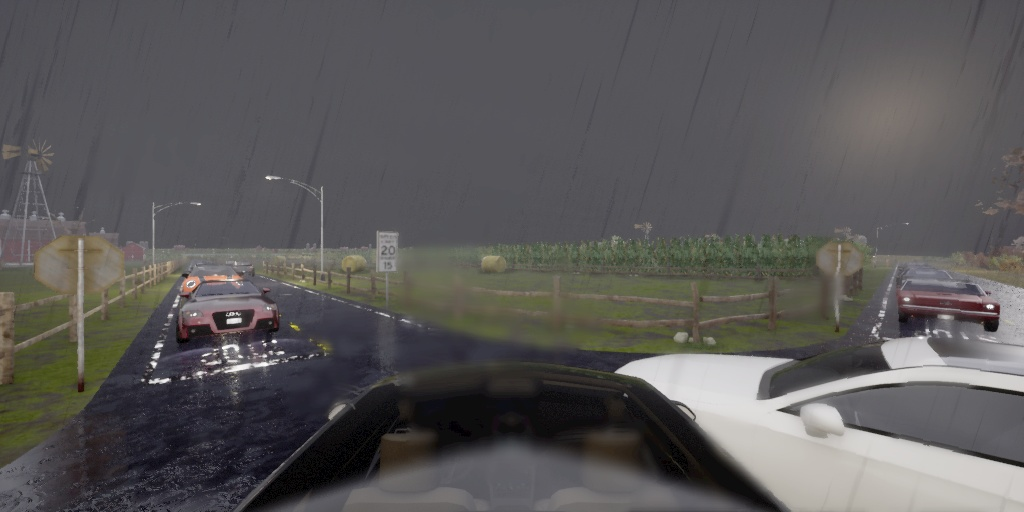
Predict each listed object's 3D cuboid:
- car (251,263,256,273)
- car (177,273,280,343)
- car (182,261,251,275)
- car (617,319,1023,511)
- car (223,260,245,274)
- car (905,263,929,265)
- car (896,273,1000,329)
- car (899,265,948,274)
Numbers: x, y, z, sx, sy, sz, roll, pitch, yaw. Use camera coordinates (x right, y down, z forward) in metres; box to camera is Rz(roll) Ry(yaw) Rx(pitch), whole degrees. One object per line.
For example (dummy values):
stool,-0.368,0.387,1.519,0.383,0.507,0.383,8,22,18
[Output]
car,-26.852,1.269,35.729,2.128,1.511,4.902,0,0,-41
car,-7.906,1.352,9.946,1.994,1.385,4.181,0,0,-42
car,-13.658,1.134,16.451,2.097,1.767,4.553,0,0,-42
car,2.846,1.293,2.320,1.812,1.442,4.674,0,1,-44
car,-33.546,1.288,43.211,1.837,1.490,4.892,0,0,-41
car,27.437,1.387,24.110,4.181,1.385,1.994,0,1,-43
car,13.558,1.392,11.342,4.718,1.301,1.895,0,1,-43
car,20.659,1.353,17.880,5.357,1.411,2.033,0,1,-43
